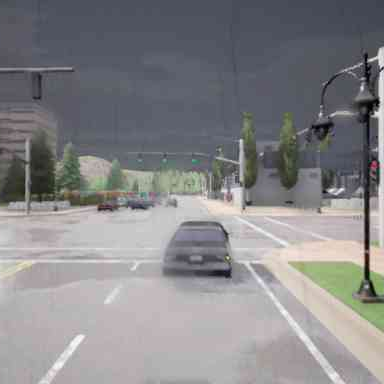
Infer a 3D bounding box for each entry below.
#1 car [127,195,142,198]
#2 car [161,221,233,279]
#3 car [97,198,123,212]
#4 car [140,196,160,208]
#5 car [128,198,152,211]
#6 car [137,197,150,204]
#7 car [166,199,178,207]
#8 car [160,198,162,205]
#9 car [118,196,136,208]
[{"bbox_3d":[-10.528,1.839,62.044,2.033,1.411,5.357,0,0,1],"label":"car"},{"bbox_3d":[0.294,1.596,10.226,2.033,1.411,5.357,0,0,4],"label":"car"},{"bbox_3d":[-10.586,1.800,42.312,1.895,1.301,4.718,0,0,0],"label":"car"},{"bbox_3d":[-7.069,1.807,55.225,2.033,1.411,5.357,0,0,0],"label":"car"},{"bbox_3d":[-7.079,1.815,45.579,1.895,1.301,4.718,0,0,0],"label":"car"},{"bbox_3d":[-10.492,1.881,72.532,2.033,1.411,5.357,0,0,0],"label":"car"},{"bbox_3d":[-3.387,1.813,56.423,2.033,1.411,5.357,0,0,0],"label":"car"},{"bbox_3d":[-6.996,1.800,65.491,2.128,1.511,4.902,0,0,0],"label":"car"},{"bbox_3d":[-10.582,1.734,51.580,2.128,1.511,4.902,0,0,0],"label":"car"}]
